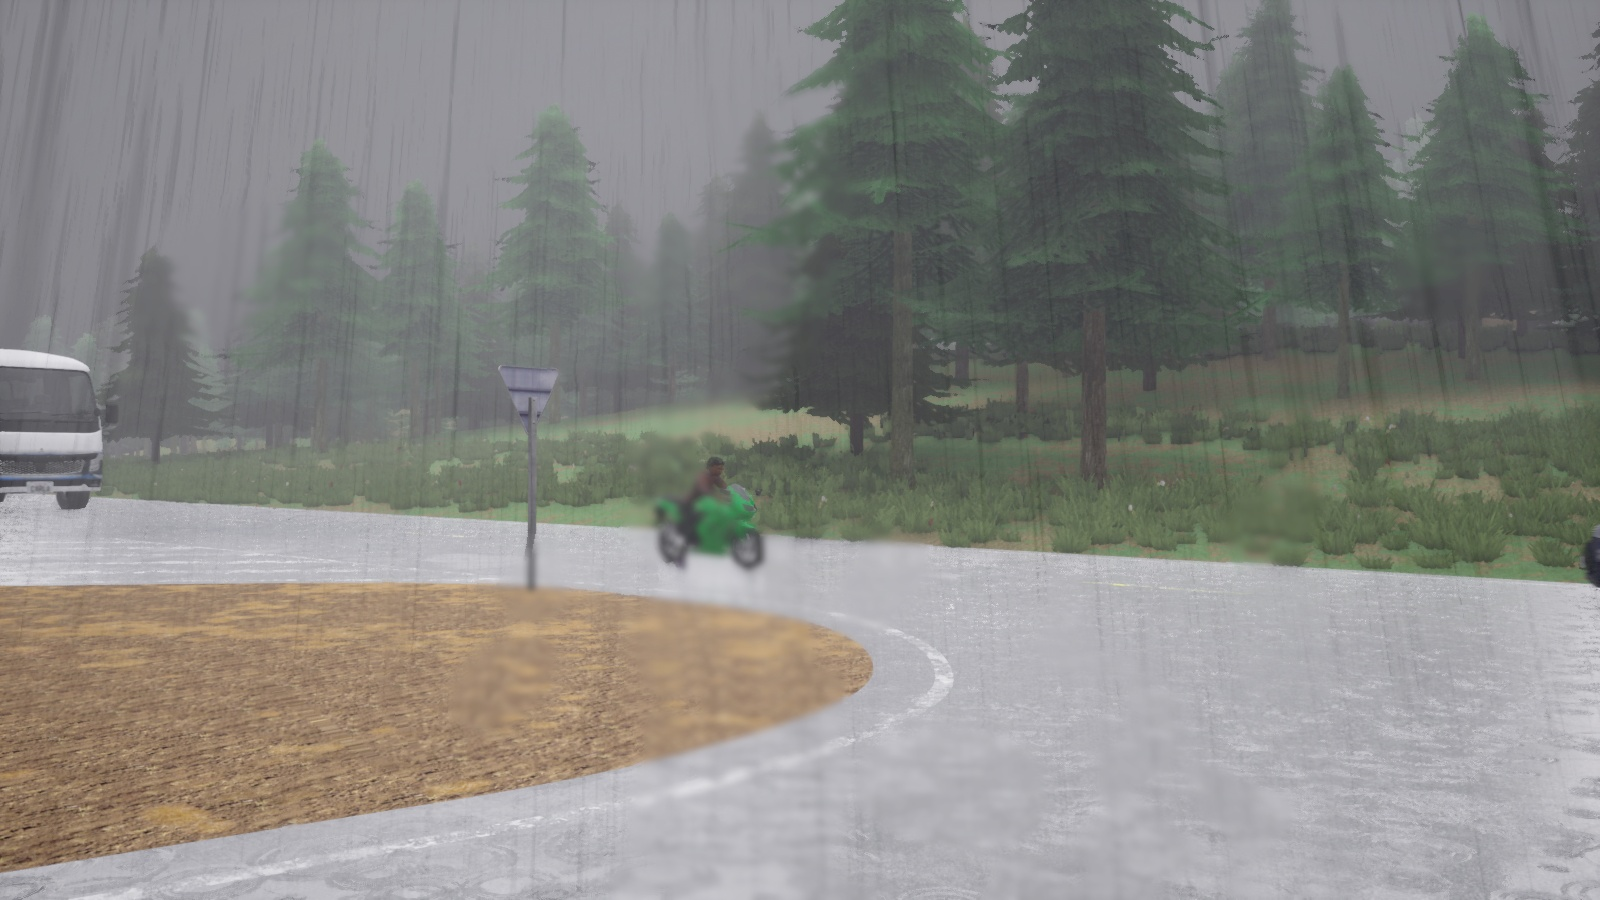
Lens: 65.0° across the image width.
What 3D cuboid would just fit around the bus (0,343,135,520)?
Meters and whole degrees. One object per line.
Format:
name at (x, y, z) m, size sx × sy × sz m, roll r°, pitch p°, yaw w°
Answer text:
bus at (-22.555, -0.435, 34.411) m, size 10.273 × 4.253 × 3.944 m, roll 0°, pitch 0°, yaw 39°

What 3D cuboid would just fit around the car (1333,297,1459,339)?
car at (27.792, -6.172, 58.755) m, size 5.027 × 1.651 × 2.152 m, roll 3°, pitch 1°, yaw 19°

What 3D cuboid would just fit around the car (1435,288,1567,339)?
car at (30.328, -5.916, 54.486) m, size 4.605 × 1.855 × 1.932 m, roll 4°, pitch 1°, yaw 17°

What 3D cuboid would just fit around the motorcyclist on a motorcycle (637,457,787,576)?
motorcyclist on a motorcycle at (-1.223, 0.864, 17.152) m, size 2.044 × 1.523 × 0.797 m, roll 0°, pitch 0°, yaw 39°

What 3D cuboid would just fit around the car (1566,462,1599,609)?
car at (9.955, 0.874, 12.624) m, size 3.633 × 1.501 × 1.845 m, roll -1°, pitch -1°, yaw 39°
